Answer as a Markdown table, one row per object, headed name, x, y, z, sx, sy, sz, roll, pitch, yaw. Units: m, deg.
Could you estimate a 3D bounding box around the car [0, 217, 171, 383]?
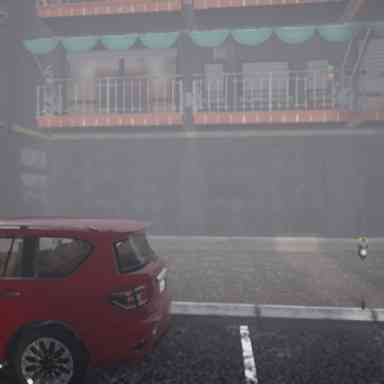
| name | x | y | z | sx | sy | sz | roll | pitch | yaw |
| --- | --- | --- | --- | --- | --- | --- | --- | --- | --- |
| car | -2.770 | 1.288 | 4.537 | 5.009 | 1.841 | 2.192 | 0 | 0 | 5 |
